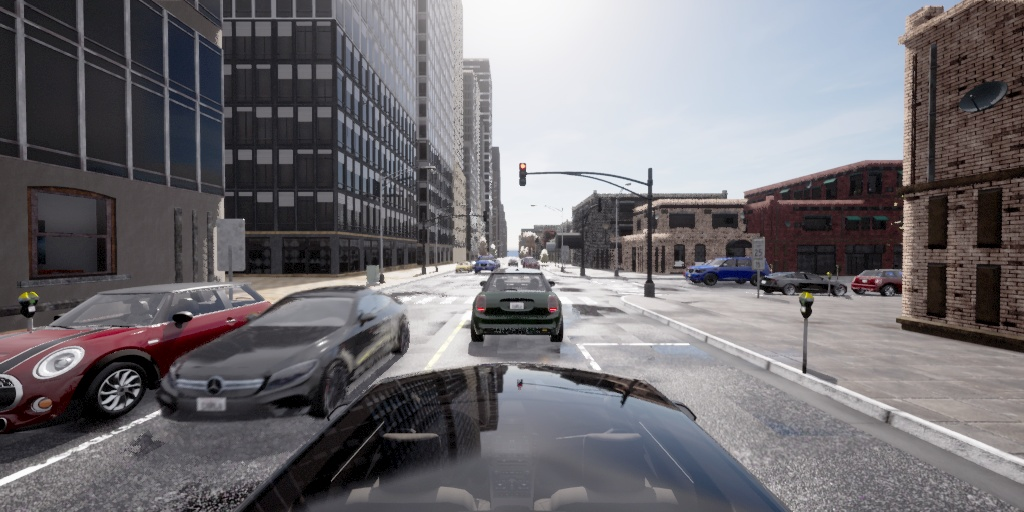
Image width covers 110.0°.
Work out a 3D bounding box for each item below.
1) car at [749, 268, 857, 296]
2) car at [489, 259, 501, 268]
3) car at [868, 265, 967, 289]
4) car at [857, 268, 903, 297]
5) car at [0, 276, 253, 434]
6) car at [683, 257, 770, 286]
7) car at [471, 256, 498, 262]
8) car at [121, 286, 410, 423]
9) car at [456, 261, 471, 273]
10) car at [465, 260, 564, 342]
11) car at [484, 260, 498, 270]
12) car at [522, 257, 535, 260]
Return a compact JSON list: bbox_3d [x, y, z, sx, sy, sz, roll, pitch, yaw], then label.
[{"bbox_3d":[16.447,1.547,20.446,4.313,1.339,1.948,0,0,1],"label":"car"},{"bbox_3d":[-2.955,1.263,61.937,1.812,1.442,4.674,0,0,0],"label":"car"},{"bbox_3d":[29.304,1.490,26.036,5.008,1.535,1.882,1,1,1],"label":"car"},{"bbox_3d":[21.994,1.474,20.364,4.097,1.591,1.967,0,0,1],"label":"car"},{"bbox_3d":[-5.684,1.189,5.613,1.967,1.591,4.097,0,0,0],"label":"car"},{"bbox_3d":[15.777,1.105,26.234,5.566,2.045,2.150,1,1,1],"label":"car"},{"bbox_3d":[-3.013,0.962,41.496,2.150,2.045,5.566,0,0,1],"label":"car"},{"bbox_3d":[-3.088,1.274,6.025,1.812,1.442,4.674,0,0,0],"label":"car"},{"bbox_3d":[-5.749,1.265,43.391,1.751,1.417,4.829,0,0,0],"label":"car"},{"bbox_3d":[0.150,1.100,9.910,2.097,1.767,4.553,0,0,1],"label":"car"},{"bbox_3d":[-2.997,1.264,51.686,1.812,1.442,4.674,0,0,0],"label":"car"},{"bbox_3d":[2.780,1.179,49.134,1.967,1.591,4.097,0,0,0],"label":"car"}]
